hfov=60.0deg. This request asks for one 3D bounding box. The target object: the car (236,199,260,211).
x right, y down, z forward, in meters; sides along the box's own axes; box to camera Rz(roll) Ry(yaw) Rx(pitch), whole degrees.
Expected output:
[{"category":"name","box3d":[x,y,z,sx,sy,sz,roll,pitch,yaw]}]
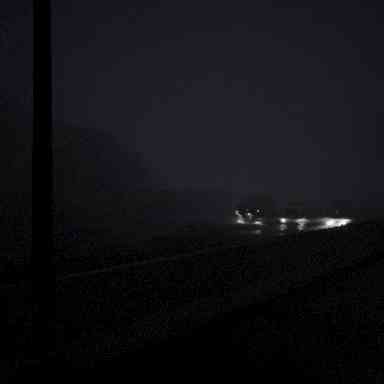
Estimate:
[{"category":"car","box3d":[6.981,1.561,40.897,1.994,1.385,4.181,0,0,23]}]

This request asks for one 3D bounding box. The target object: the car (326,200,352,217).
[{"category":"car","box3d":[13.626,1.464,30.749,2.128,1.511,4.902,0,0,29]}]

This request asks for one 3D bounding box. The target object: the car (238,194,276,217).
[{"category":"car","box3d":[6.324,1.216,31.928,2.150,2.045,5.566,0,0,31]}]

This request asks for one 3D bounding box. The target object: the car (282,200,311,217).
[{"category":"car","box3d":[9.804,1.462,31.045,1.882,1.535,5.008,0,0,30]}]
